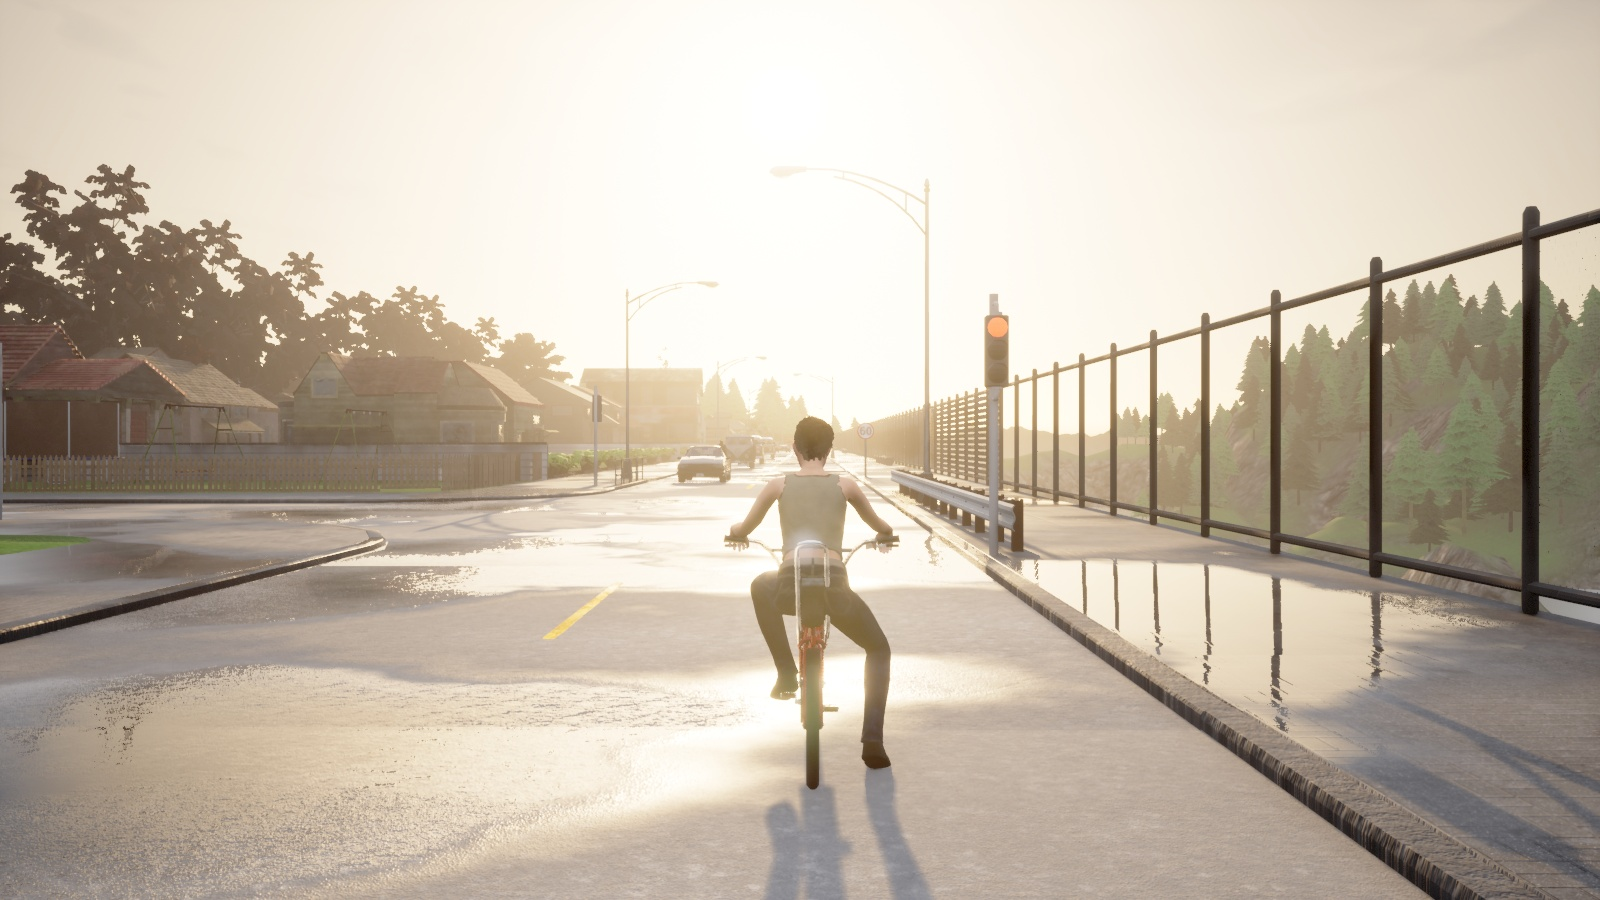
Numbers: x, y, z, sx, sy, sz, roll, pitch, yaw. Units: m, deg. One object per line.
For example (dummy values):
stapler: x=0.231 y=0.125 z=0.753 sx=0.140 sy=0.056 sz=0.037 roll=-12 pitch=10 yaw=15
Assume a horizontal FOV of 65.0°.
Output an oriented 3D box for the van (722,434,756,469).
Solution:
van: x=-3.545 y=0.081 z=73.625 sx=1.775 sy=1.987 sz=4.442 roll=0 pitch=0 yaw=0

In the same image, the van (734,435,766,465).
van: x=-3.464 y=-0.030 z=88.089 sx=2.069 sy=2.038 sz=4.480 roll=0 pitch=0 yaw=0

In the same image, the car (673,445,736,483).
car: x=-3.690 y=0.513 z=49.200 sx=2.033 sy=1.411 sz=5.357 roll=0 pitch=0 yaw=0

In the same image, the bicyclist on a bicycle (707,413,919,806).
bicyclist on a bicycle: x=0.056 y=0.650 z=5.898 sx=0.866 sy=1.612 sz=1.509 roll=0 pitch=0 yaw=0
